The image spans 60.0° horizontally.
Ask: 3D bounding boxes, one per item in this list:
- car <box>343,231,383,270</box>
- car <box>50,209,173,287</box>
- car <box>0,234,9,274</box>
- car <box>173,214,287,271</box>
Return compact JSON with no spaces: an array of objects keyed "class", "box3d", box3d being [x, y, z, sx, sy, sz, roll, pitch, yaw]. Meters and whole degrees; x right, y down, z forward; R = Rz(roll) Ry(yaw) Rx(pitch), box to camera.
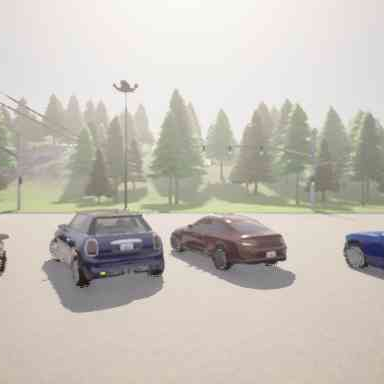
[{"class":"car","box3d":[5.884,1.405,8.000,1.882,1.535,5.008,0,1,-15]},{"class":"car","box3d":[-2.584,1.265,9.476,2.097,1.767,4.553,-1,1,-31]},{"class":"car","box3d":[-5.222,1.426,7.231,2.128,1.511,4.902,0,0,-26]},{"class":"car","box3d":[0.959,1.429,10.613,1.812,1.442,4.674,0,0,-28]}]
